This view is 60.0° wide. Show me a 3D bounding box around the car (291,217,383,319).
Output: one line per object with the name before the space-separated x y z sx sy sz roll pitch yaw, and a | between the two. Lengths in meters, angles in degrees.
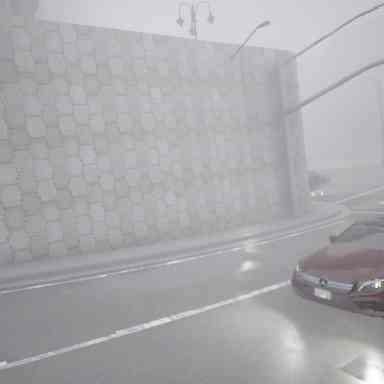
car | 4.054 1.294 6.880 4.674 1.442 1.812 -4 2 -35

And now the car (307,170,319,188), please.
car | 8.045 -0.741 29.604 2.033 1.411 5.357 -11 7 -35

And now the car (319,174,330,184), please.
car | 10.712 -1.347 31.812 1.837 1.490 4.892 -11 6 -34
